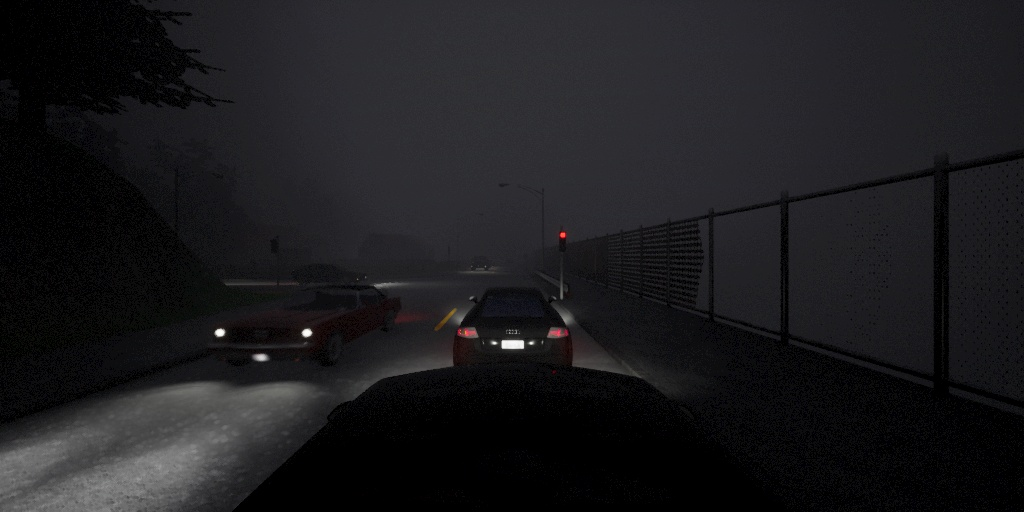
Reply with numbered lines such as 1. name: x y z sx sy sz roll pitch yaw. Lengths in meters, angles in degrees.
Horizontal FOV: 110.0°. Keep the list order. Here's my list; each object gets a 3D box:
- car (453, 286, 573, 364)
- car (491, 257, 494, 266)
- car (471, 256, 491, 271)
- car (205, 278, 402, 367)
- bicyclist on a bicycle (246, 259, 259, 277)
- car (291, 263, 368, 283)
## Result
1. car: 0.019 1.313 7.450 1.994 1.385 4.181 0 0 0
2. car: -4.542 1.268 60.501 1.812 1.442 4.674 0 0 0
3. car: -4.482 0.966 50.585 2.150 2.045 5.566 0 0 0
4. car: -4.094 1.350 8.064 1.895 1.301 4.718 0 0 0
5. bicyclist on a bicycle: -24.042 1.095 33.271 0.582 1.620 1.656 0 0 0
6. car: -12.642 1.252 24.986 4.892 1.490 1.837 0 0 -1
